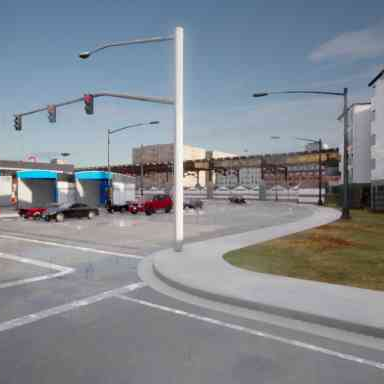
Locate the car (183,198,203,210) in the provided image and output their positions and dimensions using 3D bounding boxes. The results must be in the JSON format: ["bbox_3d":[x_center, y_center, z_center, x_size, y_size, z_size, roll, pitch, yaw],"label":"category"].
[{"bbox_3d":[0.119,1.547,44.101,2.033,1.411,5.357,0,0,16],"label":"car"}]

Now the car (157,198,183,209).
[{"bbox_3d":[-2.956,1.547,46.029,2.033,1.411,5.357,0,0,15],"label":"car"}]

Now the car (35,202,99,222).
[{"bbox_3d":[-9.592,1.526,26.479,1.812,1.442,4.674,0,0,36],"label":"car"}]

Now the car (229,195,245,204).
[{"bbox_3d":[8.490,1.351,63.296,2.097,1.767,4.553,0,0,-7],"label":"car"}]

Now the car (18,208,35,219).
[{"bbox_3d":[-12.295,1.601,28.661,1.895,1.301,4.718,0,0,37],"label":"car"}]

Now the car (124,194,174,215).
[{"bbox_3d":[-4.130,1.221,34.417,2.150,2.045,5.566,0,0,30],"label":"car"}]

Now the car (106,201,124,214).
[{"bbox_3d":[-7.111,1.601,36.221,1.895,1.301,4.718,0,0,30],"label":"car"}]
